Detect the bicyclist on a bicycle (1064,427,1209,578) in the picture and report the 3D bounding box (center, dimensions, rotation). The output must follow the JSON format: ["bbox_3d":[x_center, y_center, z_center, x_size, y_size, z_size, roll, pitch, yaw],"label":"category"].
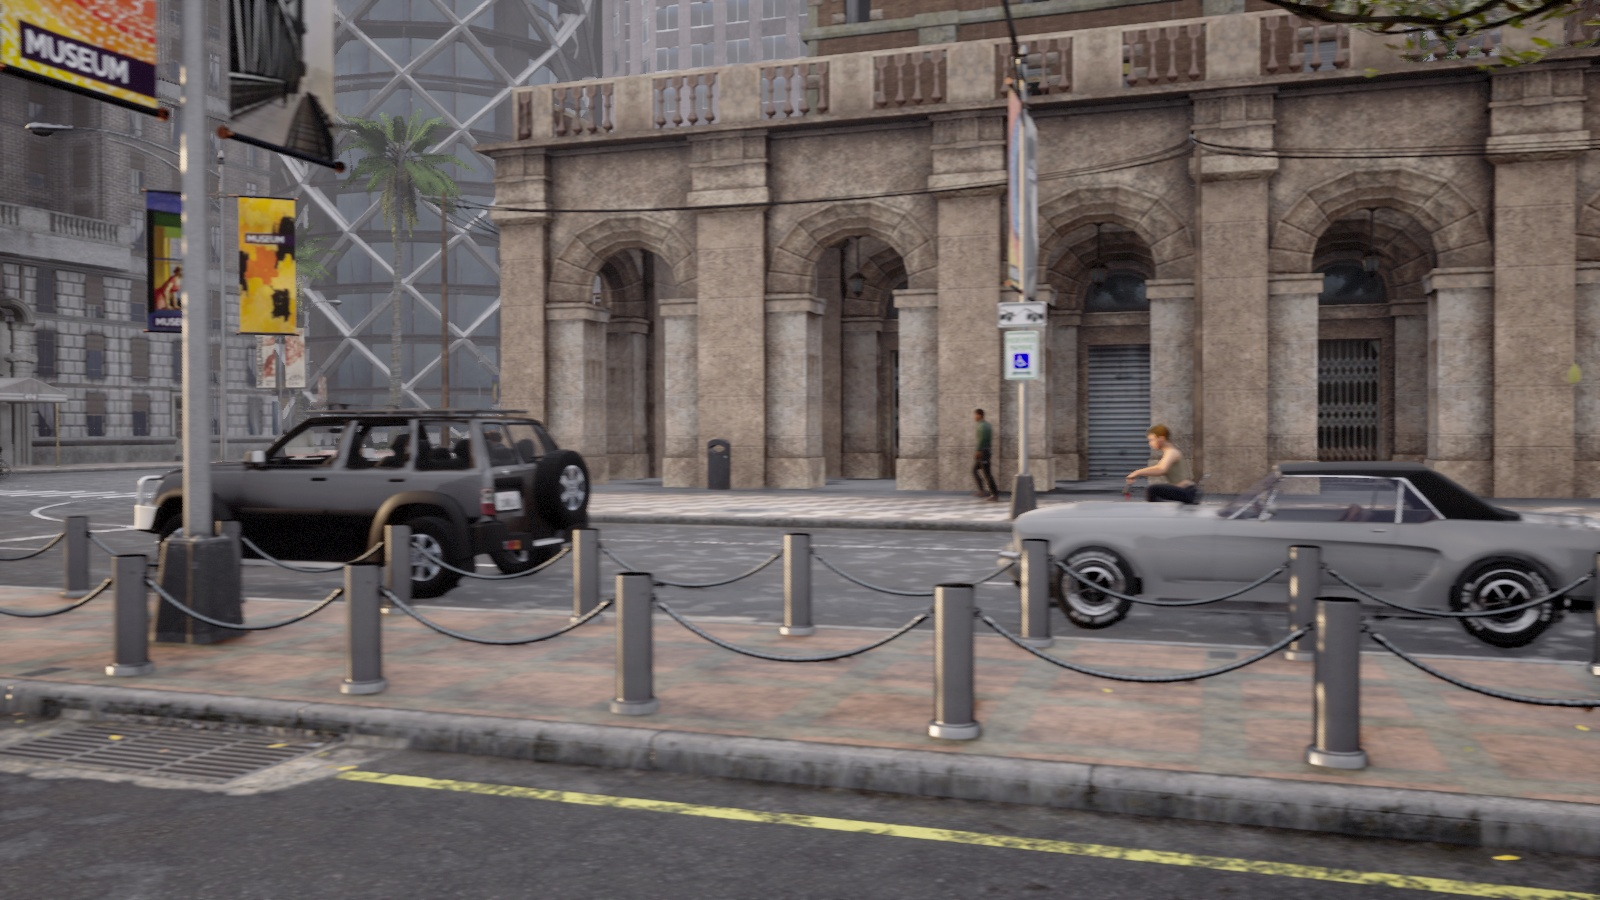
[{"bbox_3d":[3.778,0.552,14.059,1.509,1.612,0.866,1,1,18],"label":"bicyclist on a bicycle"}]

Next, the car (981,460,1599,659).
[{"bbox_3d":[4.005,0.777,10.287,4.718,1.301,1.895,1,1,19],"label":"car"}]

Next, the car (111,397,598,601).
[{"bbox_3d":[-4.628,0.416,13.124,4.605,1.855,1.932,1,1,20],"label":"car"}]

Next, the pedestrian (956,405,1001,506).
[{"bbox_3d":[3.511,0.101,24.707,0.788,1.949,0.423,1,1,18],"label":"pedestrian"}]
